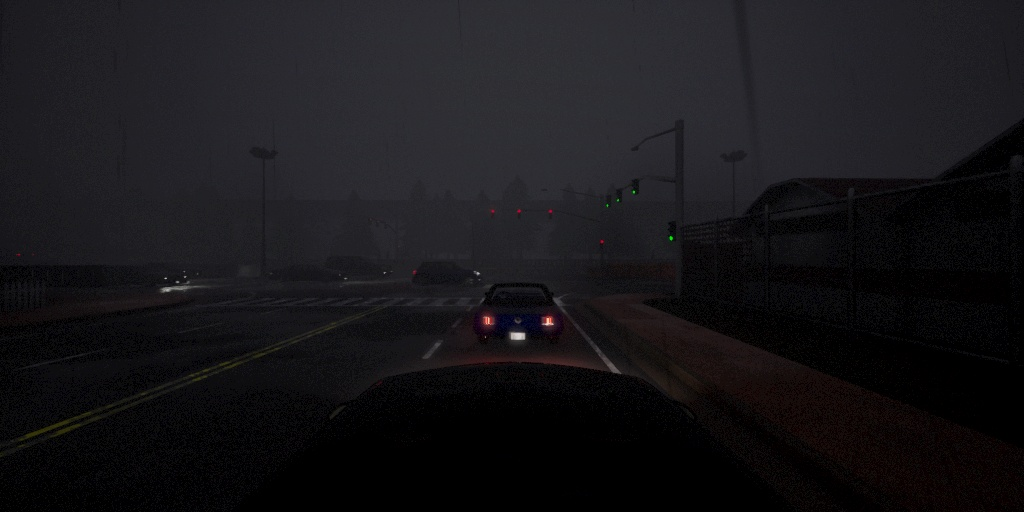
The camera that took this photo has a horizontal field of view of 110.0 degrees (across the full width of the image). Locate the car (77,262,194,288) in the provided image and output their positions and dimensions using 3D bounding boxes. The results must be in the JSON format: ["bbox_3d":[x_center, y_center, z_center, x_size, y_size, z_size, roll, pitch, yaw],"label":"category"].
[{"bbox_3d":[-24.318,1.295,23.179,5.357,1.411,2.033,0,0,-1],"label":"car"}]

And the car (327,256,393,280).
[{"bbox_3d":[-13.013,0.974,30.370,5.566,2.045,2.150,0,0,-1],"label":"car"}]

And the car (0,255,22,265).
[{"bbox_3d":[-45.185,0.733,29.873,5.357,1.411,2.033,4,0,-1],"label":"car"}]

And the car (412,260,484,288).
[{"bbox_3d":[-4.121,1.102,23.518,4.553,1.767,2.097,0,0,-1],"label":"car"}]

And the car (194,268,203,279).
[{"bbox_3d":[-28.866,1.247,30.110,4.892,1.490,1.837,0,0,-1],"label":"car"}]

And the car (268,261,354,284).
[{"bbox_3d":[-15.129,1.298,26.835,5.357,1.411,2.033,0,0,-1],"label":"car"}]

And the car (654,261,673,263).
[{"bbox_3d":[17.205,1.276,41.554,4.674,1.442,1.812,0,0,-1],"label":"car"}]

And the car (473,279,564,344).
[{"bbox_3d":[0.193,1.351,9.541,1.895,1.301,4.718,0,0,2],"label":"car"}]
